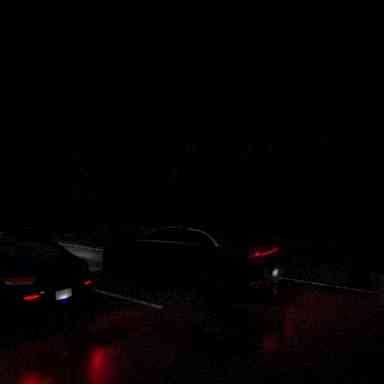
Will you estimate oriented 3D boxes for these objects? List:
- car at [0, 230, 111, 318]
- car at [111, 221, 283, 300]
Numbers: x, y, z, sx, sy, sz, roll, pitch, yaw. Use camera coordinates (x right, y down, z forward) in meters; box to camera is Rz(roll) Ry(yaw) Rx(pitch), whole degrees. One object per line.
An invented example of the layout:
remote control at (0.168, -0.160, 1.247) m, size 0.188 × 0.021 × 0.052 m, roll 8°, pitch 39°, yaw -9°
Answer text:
car at (-3.993, 1.517, 6.840) m, size 4.674 × 1.442 × 1.812 m, roll 0°, pitch 0°, yaw 35°
car at (-0.197, 1.485, 8.431) m, size 4.902 × 1.511 × 2.128 m, roll 0°, pitch 0°, yaw 36°
